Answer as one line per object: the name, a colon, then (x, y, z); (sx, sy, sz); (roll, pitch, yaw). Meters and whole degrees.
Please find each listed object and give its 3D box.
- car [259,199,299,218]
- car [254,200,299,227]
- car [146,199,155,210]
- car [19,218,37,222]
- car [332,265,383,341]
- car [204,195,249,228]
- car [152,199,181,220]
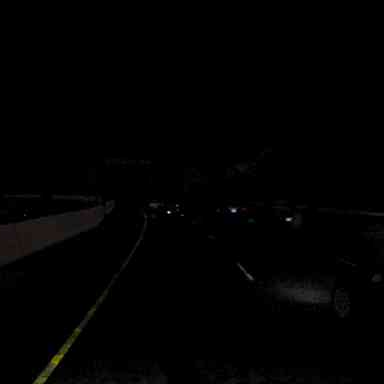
car: (8.044, 1.451, 31.317); (1.882, 1.535, 5.008); (0, 0, -9)
car: (5.663, 1.506, 22.693); (1.812, 1.442, 4.674); (0, 0, -6)
car: (-4.772, 1.586, 42.735); (1.895, 1.301, 4.718); (0, 0, -13)
car: (-12.387, 1.482, 24.553); (1.882, 1.535, 5.008); (0, 0, -8)
car: (3.464, 1.519, 4.102); (1.812, 1.442, 4.674); (0, 0, -1)
car: (2.182, 1.207, 22.535); (2.150, 2.045, 5.566); (0, 0, -7)
car: (-2.077, 1.553, 27.948); (1.994, 1.385, 4.181); (0, 0, -8)
